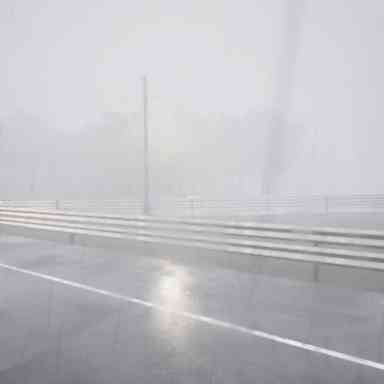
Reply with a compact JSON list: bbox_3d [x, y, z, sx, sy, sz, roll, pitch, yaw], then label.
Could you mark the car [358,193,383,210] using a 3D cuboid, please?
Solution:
[{"bbox_3d":[17.938,0.815,31.017,4.902,1.511,2.128,-1,0,-6],"label":"car"}]
